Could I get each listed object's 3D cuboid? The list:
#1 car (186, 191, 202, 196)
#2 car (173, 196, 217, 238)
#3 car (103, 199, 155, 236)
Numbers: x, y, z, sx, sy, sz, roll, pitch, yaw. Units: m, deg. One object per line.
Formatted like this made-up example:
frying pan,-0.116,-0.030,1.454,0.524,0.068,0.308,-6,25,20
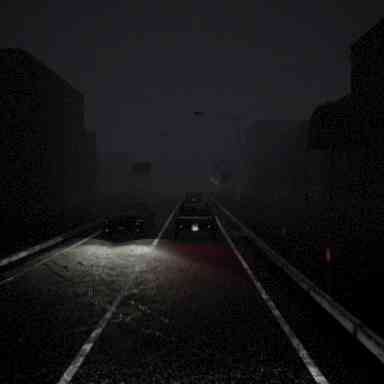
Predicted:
car,0.214,0.530,37.788,1.895,1.301,4.718,0,2,0
car,0.138,1.178,15.777,2.128,1.511,4.902,0,2,0
car,-2.952,1.148,16.387,1.882,1.535,5.008,0,2,0
